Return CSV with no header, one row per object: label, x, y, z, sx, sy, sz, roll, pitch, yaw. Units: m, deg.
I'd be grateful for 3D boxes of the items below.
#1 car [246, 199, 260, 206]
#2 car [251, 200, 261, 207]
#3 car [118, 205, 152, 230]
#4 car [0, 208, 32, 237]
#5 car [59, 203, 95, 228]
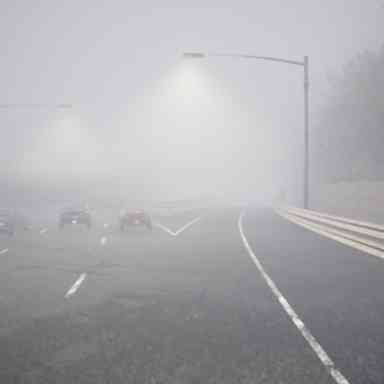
car,12.660,2.214,70.663,2.033,1.411,5.357,0,-3,15
car,15.483,2.815,80.682,1.895,1.301,4.718,0,-4,17
car,-3.627,1.518,20.856,1.812,1.442,4.674,0,0,-14
car,-9.949,1.535,17.554,2.033,1.411,5.357,0,0,-14
car,-7.513,1.492,21.783,1.837,1.490,4.892,0,0,-15
